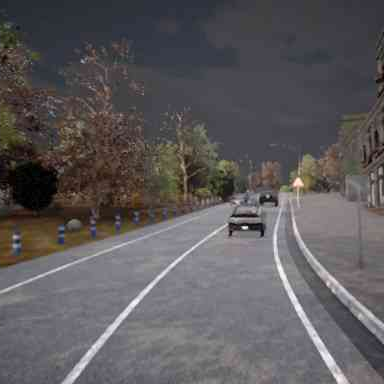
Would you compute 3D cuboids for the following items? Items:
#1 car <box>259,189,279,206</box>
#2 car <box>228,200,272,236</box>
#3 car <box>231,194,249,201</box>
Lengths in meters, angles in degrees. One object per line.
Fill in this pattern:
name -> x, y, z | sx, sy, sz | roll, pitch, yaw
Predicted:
car -> 9.508, 0.616, 41.090 | 2.150, 2.045, 5.566 | -1, 0, 16
car -> 3.117, 1.454, 18.293 | 2.128, 1.511, 4.902 | -1, 1, 14
car -> 5.981, 0.982, 41.110 | 2.128, 1.511, 4.902 | -1, 1, 17
